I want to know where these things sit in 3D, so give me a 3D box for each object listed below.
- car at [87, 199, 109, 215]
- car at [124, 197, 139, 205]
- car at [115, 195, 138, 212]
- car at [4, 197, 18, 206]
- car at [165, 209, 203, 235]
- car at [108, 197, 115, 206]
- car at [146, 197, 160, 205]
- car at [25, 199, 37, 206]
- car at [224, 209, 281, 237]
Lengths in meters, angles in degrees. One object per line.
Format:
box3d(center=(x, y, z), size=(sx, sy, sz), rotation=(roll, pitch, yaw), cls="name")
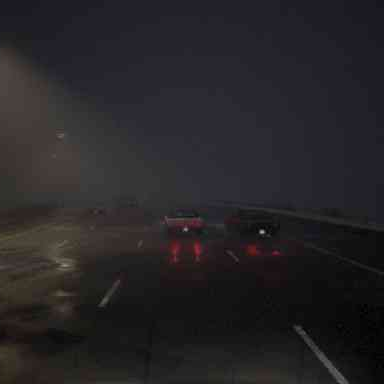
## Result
box3d(center=(-10.672, 1.777, 37.311), size=(1.895, 1.301, 4.718), rotation=(-1, 0, -14), cls="car")
box3d(center=(-11.581, 1.737, 63.281), size=(1.812, 1.442, 4.674), rotation=(0, 0, -22), cls="car")
box3d(center=(-8.047, 1.364, 41.269), size=(2.150, 2.045, 5.566), rotation=(0, 0, -15), cls="car")
box3d(center=(-35.116, 1.750, 64.603), size=(2.097, 1.767, 4.553), rotation=(-1, 0, -24), cls="car")
box3d(center=(-0.597, 1.626, 19.186), size=(1.895, 1.301, 4.718), rotation=(-1, 0, -7), cls="car")
box3d(center=(-14.973, 1.759, 62.499), size=(1.837, 1.490, 4.892), rotation=(1, -1, -22), cls="car")
box3d(center=(-7.319, 1.644, 62.034), size=(2.128, 1.511, 4.902), rotation=(0, 0, -21), cls="car")
box3d(center=(-31.677, 1.984, 65.522), size=(1.994, 1.385, 4.181), rotation=(-1, 0, -24), cls="car")
box3d(center=(3.041, 1.576, 17.805), size=(1.895, 1.301, 4.718), rotation=(-1, 0, -6), cls="car")
